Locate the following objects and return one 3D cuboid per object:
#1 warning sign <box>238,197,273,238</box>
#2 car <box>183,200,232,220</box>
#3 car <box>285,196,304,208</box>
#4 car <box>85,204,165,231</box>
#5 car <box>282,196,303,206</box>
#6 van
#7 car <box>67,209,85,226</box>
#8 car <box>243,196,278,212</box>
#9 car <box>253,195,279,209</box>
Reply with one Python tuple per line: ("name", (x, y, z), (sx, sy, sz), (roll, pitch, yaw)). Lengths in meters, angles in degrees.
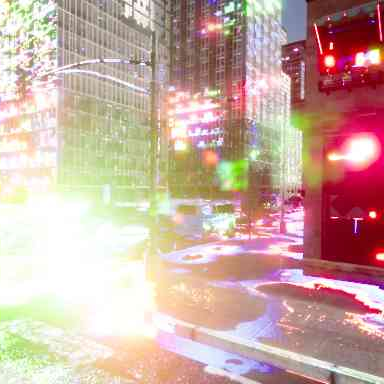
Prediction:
("warning sign", (3.071, 1.177, 16.130), (1.300, 1.860, 1.060), (1, 1, 35))
("car", (1.411, 1.448, 27.942), (1.812, 1.442, 4.674), (1, 1, 35))
("car", (14.717, 1.435, 46.647), (2.033, 1.411, 5.357), (1, 1, 35))
("car", (-3.844, 1.541, 20.505), (1.895, 1.301, 4.718), (1, 1, 35))
("car", (16.184, 1.364, 53.349), (1.752, 1.417, 4.829), (1, 1, 35))
("van", (0.787, 1.368, 17.017), (1.690, 1.788, 3.998), (1, 1, 35))
("car", (-6.061, 1.467, 21.854), (1.947, 1.339, 4.313), (1, 1, 35))
("car", (7.244, 1.383, 36.184), (1.882, 1.535, 5.008), (1, 1, 35))
("car", (9.898, 1.294, 44.448), (1.967, 1.590, 4.097), (1, 1, 35))
